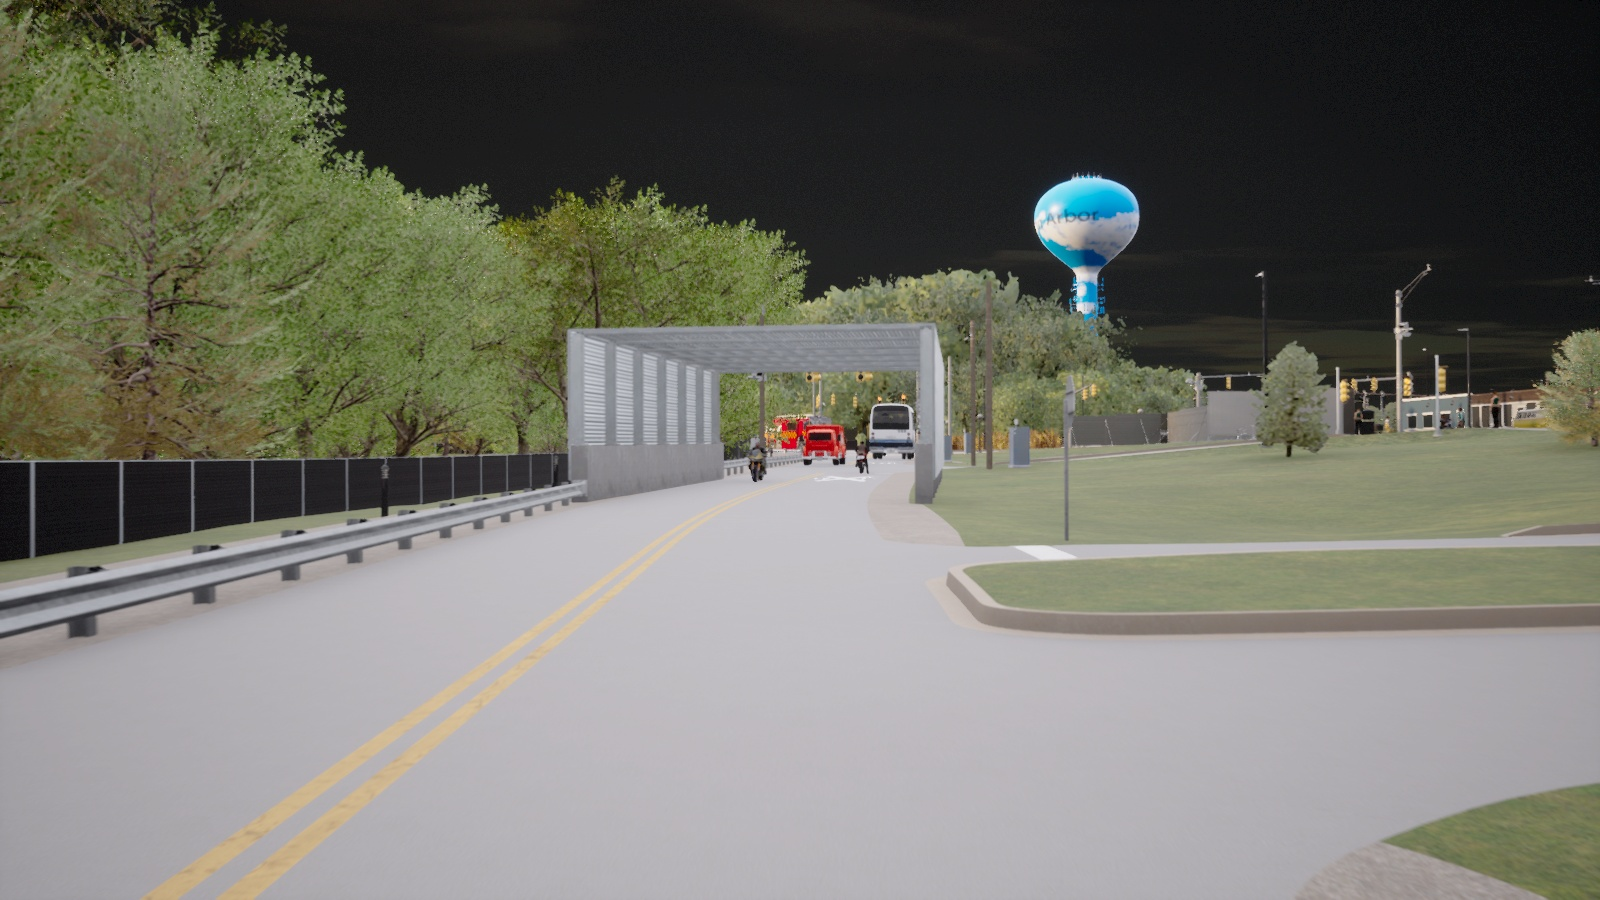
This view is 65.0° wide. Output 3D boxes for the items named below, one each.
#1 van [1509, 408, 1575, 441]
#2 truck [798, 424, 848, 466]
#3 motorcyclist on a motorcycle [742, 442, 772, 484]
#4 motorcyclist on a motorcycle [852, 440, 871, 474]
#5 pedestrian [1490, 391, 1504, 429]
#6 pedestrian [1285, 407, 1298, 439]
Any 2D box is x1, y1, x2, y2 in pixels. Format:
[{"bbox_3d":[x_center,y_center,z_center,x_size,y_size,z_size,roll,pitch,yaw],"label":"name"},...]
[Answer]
[{"bbox_3d":[48.467,-1.644,82.140,1.775,1.987,4.442,0,-1,2],"label":"van"},{"bbox_3d":[1.471,-0.320,77.501,2.627,2.467,5.204,0,1,7],"label":"truck"},{"bbox_3d":[-1.605,0.484,47.655,0.866,1.530,2.191,0,0,5],"label":"motorcyclist on a motorcycle"},{"bbox_3d":[2.859,0.327,57.929,0.797,1.523,2.044,0,1,5],"label":"motorcyclist on a motorcycle"},{"bbox_3d":[34.332,-1.959,61.884,0.345,1.836,0.594,0,-1,0],"label":"pedestrian"},{"bbox_3d":[29.932,-1.651,76.489,0.666,1.930,0.402,0,-1,9],"label":"pedestrian"}]
